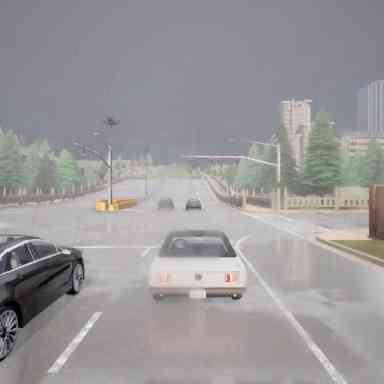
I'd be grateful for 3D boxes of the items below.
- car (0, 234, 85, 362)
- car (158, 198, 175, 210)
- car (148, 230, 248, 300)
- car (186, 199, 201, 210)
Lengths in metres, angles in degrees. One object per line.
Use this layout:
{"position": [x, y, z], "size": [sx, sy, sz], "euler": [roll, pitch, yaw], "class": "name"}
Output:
{"position": [-3.387, 1.492, 5.824], "size": [2.128, 1.511, 4.902], "euler": [0, 0, 0], "class": "car"}
{"position": [-3.306, 1.505, 43.251], "size": [1.837, 1.490, 4.892], "euler": [0, 0, 0], "class": "car"}
{"position": [0.117, 1.601, 8.358], "size": [1.895, 1.301, 4.718], "euler": [0, 0, 0], "class": "car"}
{"position": [0.197, 1.564, 43.240], "size": [1.994, 1.385, 4.181], "euler": [0, 0, 0], "class": "car"}
